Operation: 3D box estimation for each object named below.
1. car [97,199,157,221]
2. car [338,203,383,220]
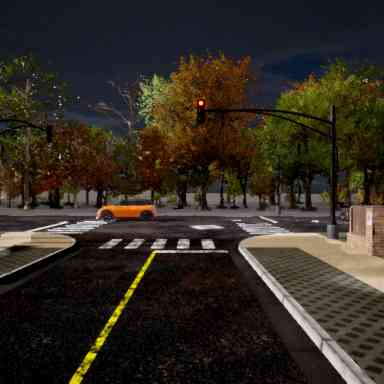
[{"bbox_3d":[-5.076,1.342,26.297,4.553,1.767,2.097,0,0,0],"label":"car"},{"bbox_3d":[14.560,1.607,26.364,5.357,1.411,2.033,0,0,0],"label":"car"}]
